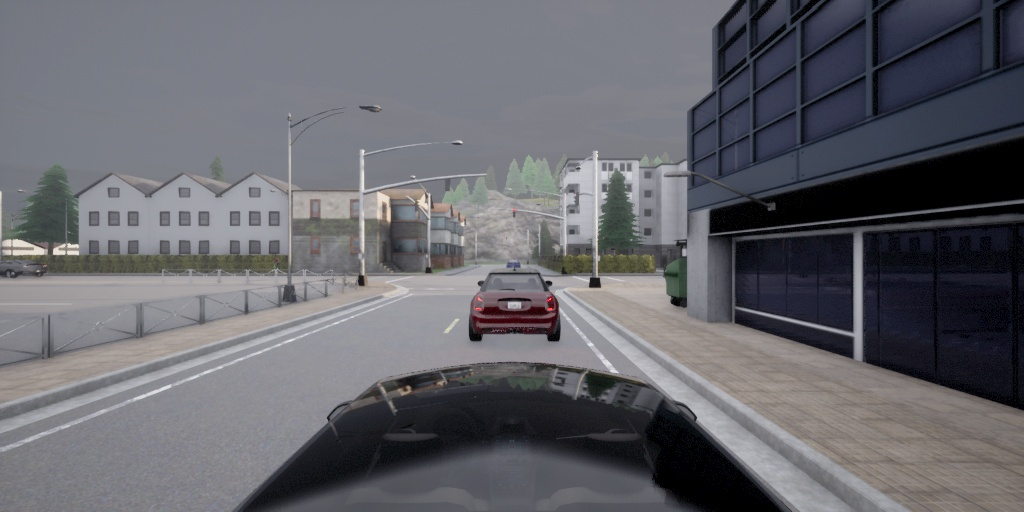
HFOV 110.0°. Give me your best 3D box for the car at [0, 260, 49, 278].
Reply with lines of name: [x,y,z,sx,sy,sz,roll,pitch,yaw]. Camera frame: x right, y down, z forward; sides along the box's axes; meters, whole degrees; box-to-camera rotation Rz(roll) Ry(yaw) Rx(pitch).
car: [-42.115,1.064,30.065,4.902,1.511,2.128,0,0,0]

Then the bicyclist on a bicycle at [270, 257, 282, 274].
bicyclist on a bicycle: [-22.226,0.873,33.826,0.582,1.620,1.656,0,0,0]

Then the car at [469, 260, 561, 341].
car: [0.081,1.102,9.993,2.097,1.767,4.553,0,0,1]
